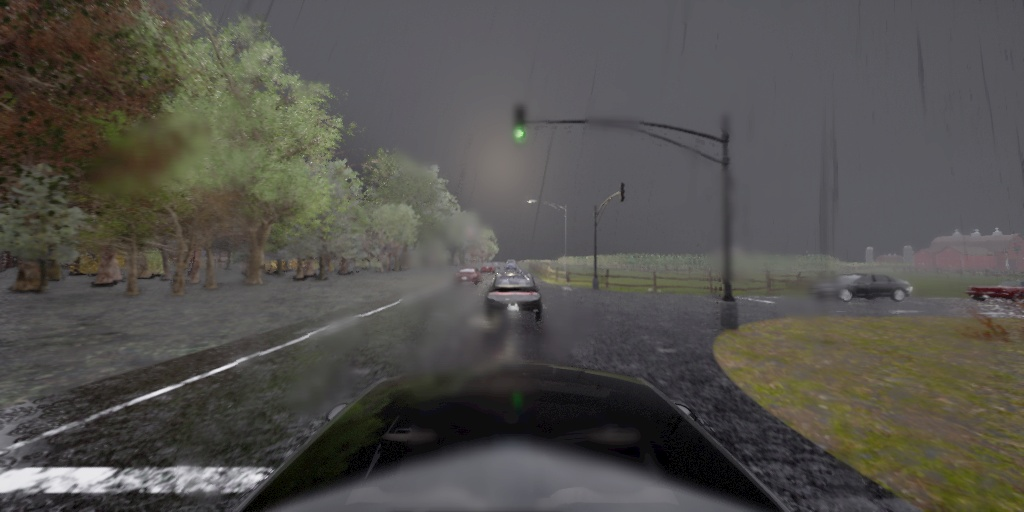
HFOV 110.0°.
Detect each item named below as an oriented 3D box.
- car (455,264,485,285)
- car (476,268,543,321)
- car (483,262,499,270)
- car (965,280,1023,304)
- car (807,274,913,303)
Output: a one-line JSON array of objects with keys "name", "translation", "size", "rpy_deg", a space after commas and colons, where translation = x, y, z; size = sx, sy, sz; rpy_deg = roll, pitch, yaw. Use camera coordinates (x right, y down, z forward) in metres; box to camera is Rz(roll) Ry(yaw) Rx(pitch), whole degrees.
[{"name": "car", "translation": [-3.473, 1.598, 29.309], "size": [1.812, 1.442, 4.674], "rpy_deg": [0, -1, 0]}, {"name": "car", "translation": [0.069, 1.379, 13.174], "size": [2.128, 1.511, 4.902], "rpy_deg": [0, -1, 0]}, {"name": "car", "translation": [-3.538, 1.708, 53.777], "size": [2.097, 1.767, 4.553], "rpy_deg": [0, -1, 0]}, {"name": "car", "translation": [28.656, 1.965, 20.022], "size": [4.718, 1.301, 1.895], "rpy_deg": [1, -2, 0]}, {"name": "car", "translation": [19.335, 1.757, 20.046], "size": [4.892, 1.490, 1.837], "rpy_deg": [1, -2, 0]}]
